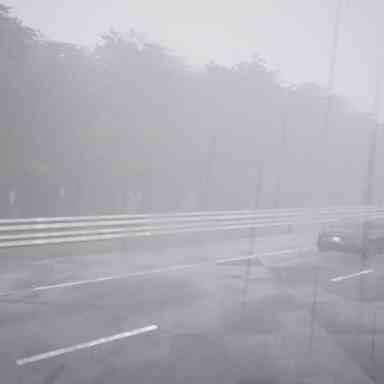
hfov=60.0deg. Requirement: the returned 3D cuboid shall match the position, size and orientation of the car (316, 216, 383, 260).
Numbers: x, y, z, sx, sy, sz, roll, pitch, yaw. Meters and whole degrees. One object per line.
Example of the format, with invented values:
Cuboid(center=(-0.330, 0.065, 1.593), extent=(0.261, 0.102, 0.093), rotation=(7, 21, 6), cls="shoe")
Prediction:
Cuboid(center=(6.747, 1.645, 12.921), extent=(4.181, 1.385, 1.994), rotation=(0, 0, -35), cls="car")
